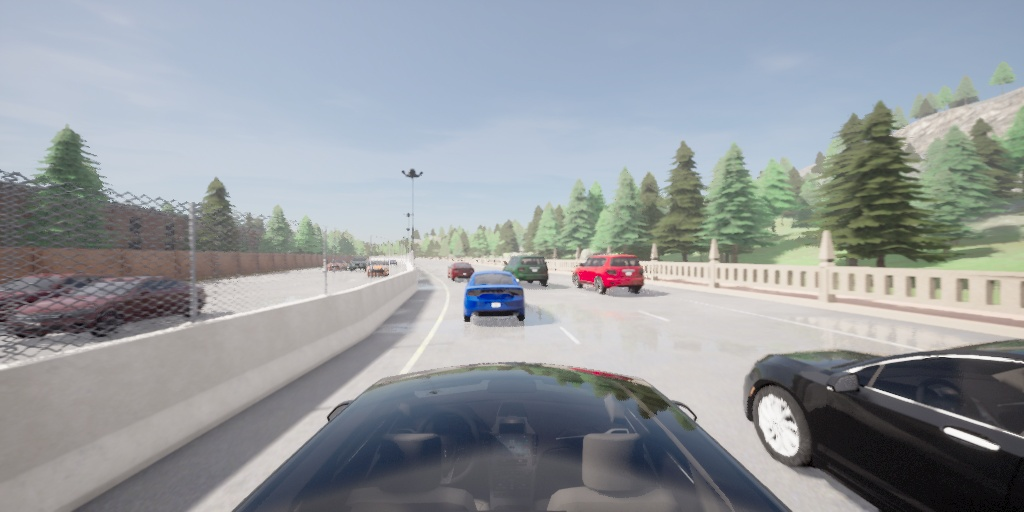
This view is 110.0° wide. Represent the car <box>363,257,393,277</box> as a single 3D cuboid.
[{"bbox_3d":[-13.656,1.197,36.896,2.097,1.767,4.553,0,0,-17],"label":"car"}]

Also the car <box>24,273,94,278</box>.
[{"bbox_3d":[-14.863,1.301,11.661,1.882,1.535,5.008,0,0,-7],"label":"car"}]

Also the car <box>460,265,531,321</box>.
[{"bbox_3d":[-0.711,1.242,12.653,1.882,1.535,5.008,0,0,-6],"label":"car"}]

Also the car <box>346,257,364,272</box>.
[{"bbox_3d":[-21.227,1.112,50.081,2.150,2.045,5.566,0,0,-16],"label":"car"}]

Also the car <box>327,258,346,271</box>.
[{"bbox_3d":[-25.699,1.265,52.890,2.097,1.767,4.553,0,0,-16],"label":"car"}]

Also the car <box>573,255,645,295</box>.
[{"bbox_3d":[5.254,0.969,20.210,2.150,2.045,5.566,0,0,-10],"label":"car"}]

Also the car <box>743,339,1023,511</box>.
[{"bbox_3d":[3.451,1.241,1.974,1.837,1.490,4.892,0,0,0],"label":"car"}]

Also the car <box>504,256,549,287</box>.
[{"bbox_3d":[0.813,0.992,24.547,2.150,2.045,5.566,0,0,-13],"label":"car"}]

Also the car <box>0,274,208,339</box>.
[{"bbox_3d":[-11.211,1.332,10.494,1.812,1.442,4.674,0,0,-7],"label":"car"}]

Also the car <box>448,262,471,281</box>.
[{"bbox_3d":[-4.387,1.277,30.630,1.882,1.535,5.008,0,0,-15],"label":"car"}]
